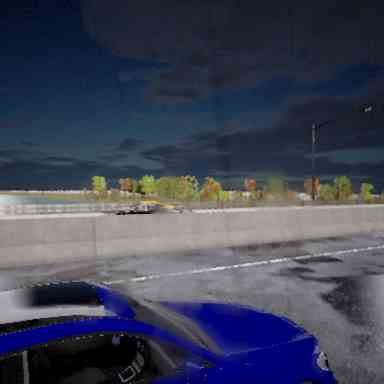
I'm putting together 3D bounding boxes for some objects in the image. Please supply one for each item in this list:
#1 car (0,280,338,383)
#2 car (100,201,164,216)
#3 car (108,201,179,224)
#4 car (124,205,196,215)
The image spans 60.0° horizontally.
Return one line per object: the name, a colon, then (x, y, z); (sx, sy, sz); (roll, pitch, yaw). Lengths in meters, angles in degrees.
car: (-0.896, 1.525, 2.707); (4.674, 1.442, 1.812); (0, 0, -29)
car: (-3.488, 1.486, 21.486); (4.902, 1.511, 2.128); (0, 0, -29)
car: (-3.672, 1.472, 25.378); (5.008, 1.535, 1.882); (0, 0, -29)
car: (-1.142, 1.595, 18.784); (4.718, 1.301, 1.895); (0, 0, -29)
